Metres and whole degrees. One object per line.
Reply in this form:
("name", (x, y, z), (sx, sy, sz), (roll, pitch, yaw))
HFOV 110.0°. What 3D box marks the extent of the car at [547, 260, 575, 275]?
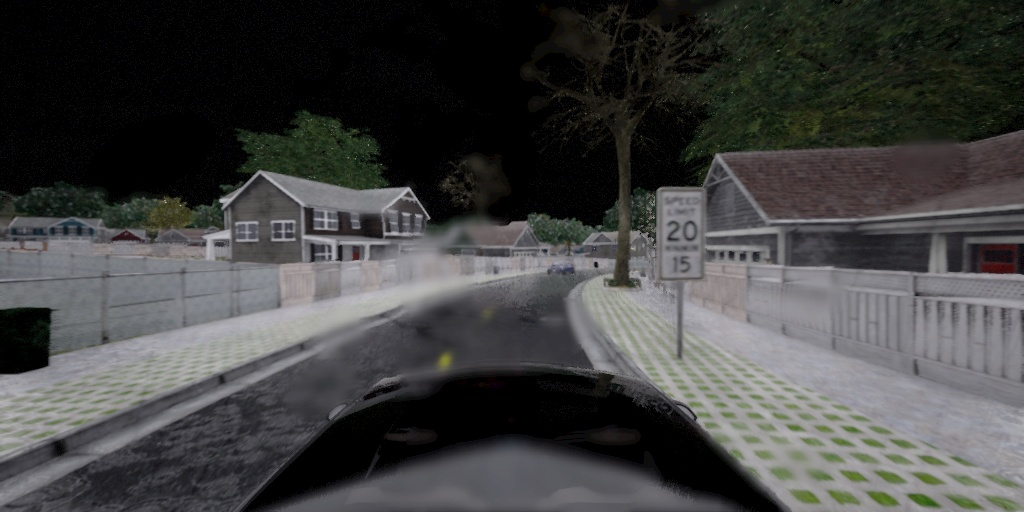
("car", (5.237, 1.172, 37.505), (1.812, 1.442, 4.674), (0, 0, 25))
